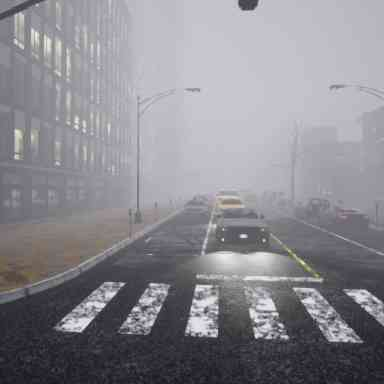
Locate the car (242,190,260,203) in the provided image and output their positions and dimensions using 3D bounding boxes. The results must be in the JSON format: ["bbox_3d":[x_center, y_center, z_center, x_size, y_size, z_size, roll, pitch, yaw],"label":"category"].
[{"bbox_3d":[7.650,0.922,43.784,1.837,1.490,4.892,0,1,5],"label":"car"}]

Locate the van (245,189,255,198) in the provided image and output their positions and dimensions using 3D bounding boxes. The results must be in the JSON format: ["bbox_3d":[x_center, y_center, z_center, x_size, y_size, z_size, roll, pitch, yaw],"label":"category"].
[{"bbox_3d":[12.787,0.357,73.494,1.690,1.788,3.998,1,1,5],"label":"van"}]

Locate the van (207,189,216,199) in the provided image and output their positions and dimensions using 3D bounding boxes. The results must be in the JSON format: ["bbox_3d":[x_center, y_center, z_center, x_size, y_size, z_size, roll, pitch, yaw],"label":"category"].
[{"bbox_3d":[3.976,0.393,68.662,1.690,1.788,3.998,1,1,5],"label":"van"}]

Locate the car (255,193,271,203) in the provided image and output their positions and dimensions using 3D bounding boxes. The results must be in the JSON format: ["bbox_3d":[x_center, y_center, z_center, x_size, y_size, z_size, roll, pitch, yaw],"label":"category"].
[{"bbox_3d":[10.956,0.848,51.559,1.752,1.417,4.829,1,1,5],"label":"car"}]

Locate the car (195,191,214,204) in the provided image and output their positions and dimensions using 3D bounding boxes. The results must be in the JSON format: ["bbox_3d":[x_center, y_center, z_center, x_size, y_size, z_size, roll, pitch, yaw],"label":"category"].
[{"bbox_3d":[0.749,1.014,29.975,1.967,1.590,4.097,1,1,5],"label":"car"}]

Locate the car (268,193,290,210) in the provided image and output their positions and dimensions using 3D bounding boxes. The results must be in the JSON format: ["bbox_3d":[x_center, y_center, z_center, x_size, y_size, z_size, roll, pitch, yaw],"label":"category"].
[{"bbox_3d":[9.559,1.096,34.808,2.008,1.369,4.403,1,1,5],"label":"car"}]

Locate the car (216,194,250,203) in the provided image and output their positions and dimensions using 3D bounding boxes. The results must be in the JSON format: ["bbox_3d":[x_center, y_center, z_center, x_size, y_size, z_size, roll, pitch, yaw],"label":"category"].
[{"bbox_3d":[2.838,1.138,24.010,1.882,1.535,5.008,0,1,5],"label":"car"}]

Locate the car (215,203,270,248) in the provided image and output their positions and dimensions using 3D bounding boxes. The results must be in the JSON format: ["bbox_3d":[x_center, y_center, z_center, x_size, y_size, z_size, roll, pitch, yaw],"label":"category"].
[{"bbox_3d":[1.980,1.353,13.679,1.994,1.385,4.181,0,1,5],"label":"car"}]

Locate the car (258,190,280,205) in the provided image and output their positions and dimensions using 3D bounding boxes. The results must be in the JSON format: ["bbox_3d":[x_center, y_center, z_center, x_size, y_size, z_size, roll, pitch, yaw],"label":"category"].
[{"bbox_3d":[10.485,0.715,45.860,2.192,1.841,5.009,1,1,5],"label":"car"}]

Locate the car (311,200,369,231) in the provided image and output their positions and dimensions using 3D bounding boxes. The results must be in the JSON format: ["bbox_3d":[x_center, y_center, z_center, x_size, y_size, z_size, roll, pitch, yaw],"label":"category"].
[{"bbox_3d":[8.176,1.337,18.226,1.802,1.307,4.206,1,1,5],"label":"car"}]

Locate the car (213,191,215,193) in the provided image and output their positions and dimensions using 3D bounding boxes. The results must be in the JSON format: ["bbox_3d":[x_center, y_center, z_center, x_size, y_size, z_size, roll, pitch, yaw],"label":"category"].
[{"bbox_3d":[2.128,0.939,46.558,1.802,1.307,4.206,1,1,5],"label":"car"}]

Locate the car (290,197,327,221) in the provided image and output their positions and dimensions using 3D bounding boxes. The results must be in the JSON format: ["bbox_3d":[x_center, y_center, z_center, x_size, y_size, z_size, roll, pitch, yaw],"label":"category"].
[{"bbox_3d":[8.639,1.126,23.754,1.967,1.590,4.097,1,1,5],"label":"car"}]

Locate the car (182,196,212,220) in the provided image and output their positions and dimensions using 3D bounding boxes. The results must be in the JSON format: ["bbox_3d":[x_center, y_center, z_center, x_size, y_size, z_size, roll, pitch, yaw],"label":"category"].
[{"bbox_3d":[0.286,1.226,24.451,1.802,1.307,4.206,1,1,5],"label":"car"}]

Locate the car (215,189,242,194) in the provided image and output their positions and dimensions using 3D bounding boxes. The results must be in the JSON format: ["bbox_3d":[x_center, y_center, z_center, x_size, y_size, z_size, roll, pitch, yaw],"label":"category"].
[{"bbox_3d":[3.739,0.746,34.657,2.150,2.045,5.566,0,1,5],"label":"car"}]

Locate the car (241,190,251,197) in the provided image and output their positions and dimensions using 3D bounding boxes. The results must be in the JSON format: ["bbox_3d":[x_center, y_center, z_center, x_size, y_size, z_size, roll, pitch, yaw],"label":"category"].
[{"bbox_3d":[13.707,0.297,84.548,1.967,1.590,4.097,1,1,5],"label":"car"}]

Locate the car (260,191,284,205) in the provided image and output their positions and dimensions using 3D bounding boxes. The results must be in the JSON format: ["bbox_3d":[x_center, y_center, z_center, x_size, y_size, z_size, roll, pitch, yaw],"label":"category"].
[{"bbox_3d":[10.023,0.788,40.330,2.192,1.841,5.009,1,1,5],"label":"car"}]
